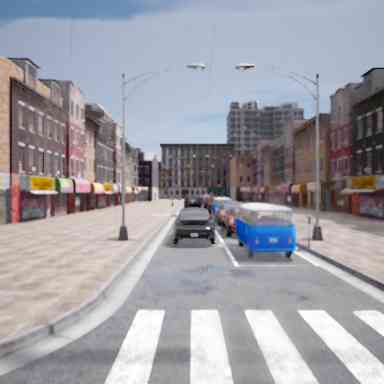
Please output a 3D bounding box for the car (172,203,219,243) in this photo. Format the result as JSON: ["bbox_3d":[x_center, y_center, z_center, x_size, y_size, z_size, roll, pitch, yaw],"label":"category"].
[{"bbox_3d":[0.097,1.520,16.077,1.837,1.490,4.892,0,0,0],"label":"car"}]

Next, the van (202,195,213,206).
[{"bbox_3d":[2.623,1.433,56.404,1.690,1.788,3.998,0,0,0],"label":"van"}]

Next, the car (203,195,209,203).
[{"bbox_3d":[2.626,1.363,34.501,2.192,1.841,5.009,0,0,0],"label":"car"}]

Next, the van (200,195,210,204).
[{"bbox_3d":[2.620,1.455,67.355,1.690,1.788,3.998,0,0,0],"label":"van"}]

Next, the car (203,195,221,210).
[{"bbox_3d":[2.625,1.385,45.454,2.192,1.841,5.009,0,0,0],"label":"car"}]

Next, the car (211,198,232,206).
[{"bbox_3d":[2.631,1.468,23.552,1.967,1.590,4.097,0,0,0],"label":"car"}]

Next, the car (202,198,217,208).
[{"bbox_3d":[2.625,1.632,50.929,2.008,1.369,4.403,0,0,0],"label":"car"}]

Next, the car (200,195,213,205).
[{"bbox_3d":[2.621,1.418,61.880,2.192,1.841,5.009,0,0,0],"label":"car"}]

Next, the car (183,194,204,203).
[{"bbox_3d":[0.091,1.285,42.257,2.150,2.045,5.566,0,0,0],"label":"car"}]

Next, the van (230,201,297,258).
[{"bbox_3d":[2.633,1.352,12.602,1.690,1.788,3.998,0,0,0],"label":"van"}]

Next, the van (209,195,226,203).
[{"bbox_3d":[2.629,1.379,29.028,1.690,1.788,3.998,0,0,0],"label":"van"}]

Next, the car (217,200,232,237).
[{"bbox_3d":[2.632,1.459,18.077,1.967,1.590,4.097,0,0,0],"label":"car"}]

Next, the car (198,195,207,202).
[{"bbox_3d":[2.617,1.586,83.782,1.967,1.590,4.097,0,0,0],"label":"car"}]
